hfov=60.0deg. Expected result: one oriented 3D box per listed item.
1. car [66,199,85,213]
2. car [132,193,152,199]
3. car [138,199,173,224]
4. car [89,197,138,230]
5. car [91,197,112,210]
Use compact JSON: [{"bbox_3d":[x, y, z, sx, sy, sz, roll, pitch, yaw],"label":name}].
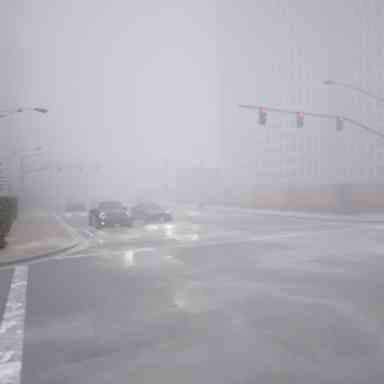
[{"bbox_3d":[-14.048,1.585,40.026,1.882,1.535,5.008,-1,0,-25],"label":"car"},{"bbox_3d":[-7.845,1.155,51.607,2.150,2.045,5.566,-1,1,-25],"label":"car"},{"bbox_3d":[-3.175,1.503,25.146,2.033,1.411,5.357,-1,0,-25],"label":"car"},{"bbox_3d":[-5.313,1.367,21.477,2.097,1.767,4.553,-1,0,-25],"label":"car"},{"bbox_3d":[-12.168,1.528,44.300,1.882,1.535,5.008,-1,0,-25],"label":"car"}]
